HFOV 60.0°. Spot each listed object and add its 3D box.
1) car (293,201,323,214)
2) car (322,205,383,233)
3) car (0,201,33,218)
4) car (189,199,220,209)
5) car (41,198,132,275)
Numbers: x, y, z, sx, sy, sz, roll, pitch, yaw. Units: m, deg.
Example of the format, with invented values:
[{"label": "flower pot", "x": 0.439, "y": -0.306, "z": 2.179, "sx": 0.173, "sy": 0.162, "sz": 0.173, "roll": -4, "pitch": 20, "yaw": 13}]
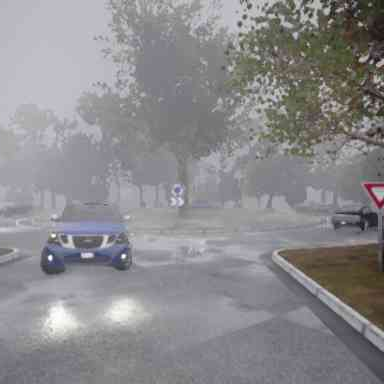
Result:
[{"label": "car", "x": 13.412, "y": 1.727, "z": 37.882, "sx": 1.994, "sy": 1.385, "sz": 4.181, "roll": 0, "pitch": 0, "yaw": -20}, {"label": "car", "x": 10.424, "y": 1.581, "z": 20.737, "sx": 4.902, "sy": 1.511, "sz": 2.128, "roll": 0, "pitch": 0, "yaw": -44}, {"label": "car", "x": -17.328, "y": 1.613, "z": 32.074, "sx": 1.882, "sy": 1.535, "sz": 5.008, "roll": -1, "pitch": 0, "yaw": 4}, {"label": "car", "x": 1.251, "y": 1.751, "z": 47.451, "sx": 5.357, "sy": 1.411, "sz": 2.033, "roll": 0, "pitch": 0, "yaw": 10}, {"label": "car", "x": -3.311, "y": 1.269, "z": 11.150, "sx": 2.150, "sy": 2.045, "sz": 5.566, "roll": 2, "pitch": -1, "yaw": -14}]
